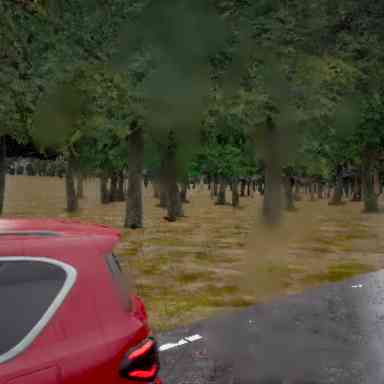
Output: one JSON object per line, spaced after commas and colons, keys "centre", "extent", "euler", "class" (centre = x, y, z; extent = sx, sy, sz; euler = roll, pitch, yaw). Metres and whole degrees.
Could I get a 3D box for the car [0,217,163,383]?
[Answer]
{"centre": [-2.771, 1.221, 1.396], "extent": [5.566, 2.045, 2.150], "euler": [0, 0, -36], "class": "car"}
